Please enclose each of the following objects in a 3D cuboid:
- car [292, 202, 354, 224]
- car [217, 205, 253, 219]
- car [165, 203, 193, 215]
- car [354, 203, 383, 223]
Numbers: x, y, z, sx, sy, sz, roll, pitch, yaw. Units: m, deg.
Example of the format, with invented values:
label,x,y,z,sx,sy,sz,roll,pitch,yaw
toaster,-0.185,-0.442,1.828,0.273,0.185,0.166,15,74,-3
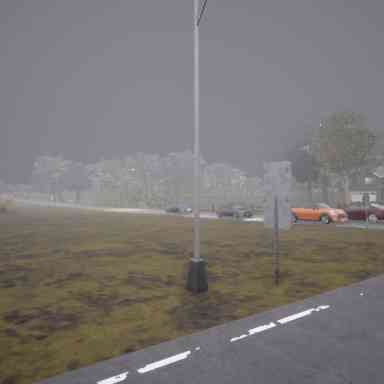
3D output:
label,x,y,z,sx,sy,sz,roll,pitch,yaw
car,10.191,1.615,27.153,2.097,1.767,4.553,-1,-1,-35
car,4.493,2.063,35.230,1.994,1.385,4.181,-1,-1,-35
car,-1.750,2.220,44.085,2.128,1.511,4.902,-1,0,-35
car,13.710,1.648,27.091,1.882,1.535,5.008,-1,-1,-36
